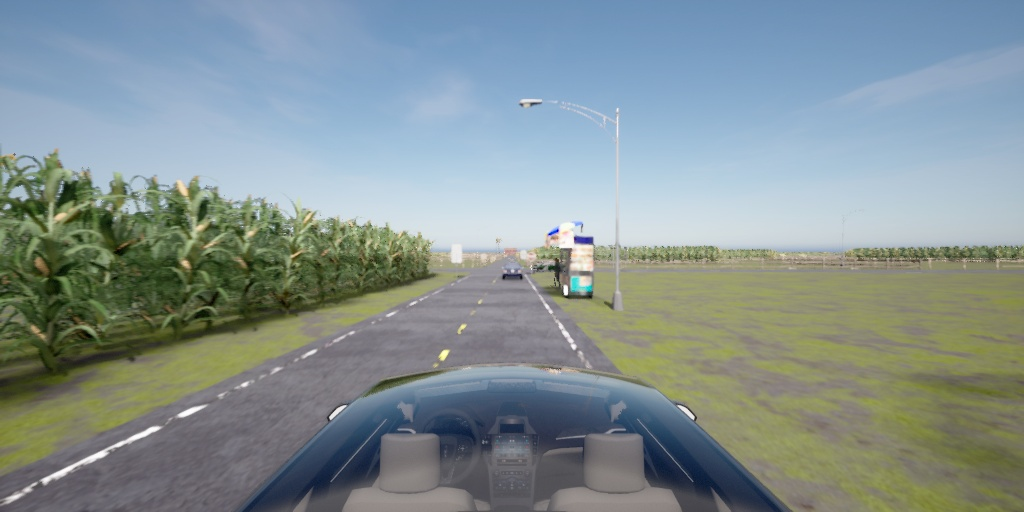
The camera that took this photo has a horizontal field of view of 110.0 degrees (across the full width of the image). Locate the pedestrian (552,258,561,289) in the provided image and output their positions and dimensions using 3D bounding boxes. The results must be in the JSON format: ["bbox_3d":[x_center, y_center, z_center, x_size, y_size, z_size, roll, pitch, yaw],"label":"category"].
[{"bbox_3d":[2.623,1.023,20.942,0.375,1.860,0.375,-1,1,-3],"label":"pedestrian"}]

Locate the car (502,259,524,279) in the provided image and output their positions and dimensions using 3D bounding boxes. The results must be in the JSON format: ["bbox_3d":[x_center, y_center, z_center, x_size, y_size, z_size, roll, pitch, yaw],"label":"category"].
[{"bbox_3d":[0.059,1.264,31.372,2.033,1.411,5.357,0,0,1],"label":"car"}]

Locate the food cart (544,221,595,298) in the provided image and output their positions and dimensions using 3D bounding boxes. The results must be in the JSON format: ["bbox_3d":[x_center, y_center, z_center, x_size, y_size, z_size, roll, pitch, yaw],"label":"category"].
[{"bbox_3d":[3.129,0.199,18.147,2.280,3.560,4.660,0,0,0],"label":"food cart"}]

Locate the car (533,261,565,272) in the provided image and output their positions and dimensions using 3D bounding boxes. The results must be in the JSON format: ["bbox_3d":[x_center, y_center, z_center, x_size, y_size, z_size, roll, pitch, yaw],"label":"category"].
[{"bbox_3d":[5.050,1.314,45.119,4.718,1.301,1.895,-1,1,-26],"label":"car"}]
